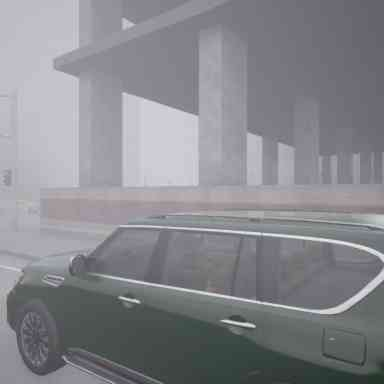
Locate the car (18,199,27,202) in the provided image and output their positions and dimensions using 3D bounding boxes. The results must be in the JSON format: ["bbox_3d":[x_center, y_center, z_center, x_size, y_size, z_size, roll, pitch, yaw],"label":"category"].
[{"bbox_3d":[-14.293,1.547,33.442,2.128,1.511,4.902,0,0,36],"label":"car"}]

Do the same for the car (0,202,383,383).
[{"bbox_3d":[0.098,1.221,3.915,5.566,2.045,2.150,0,0,36],"label":"car"}]

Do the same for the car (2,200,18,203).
[{"bbox_3d":[-18.343,1.533,33.797,1.882,1.535,5.008,0,0,36],"label":"car"}]
